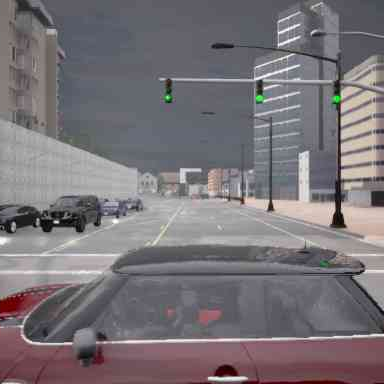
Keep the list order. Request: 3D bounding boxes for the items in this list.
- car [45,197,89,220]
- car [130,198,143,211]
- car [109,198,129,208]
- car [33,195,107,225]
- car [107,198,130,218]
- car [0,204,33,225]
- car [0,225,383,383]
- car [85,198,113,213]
[{"bbox_3d":[-10.616,1.352,28.633,2.097,1.767,4.553,0,0,0],"label":"car"},{"bbox_3d":[-7.113,1.491,40.181,2.128,1.511,4.902,0,0,0],"label":"car"},{"bbox_3d":[-10.583,1.601,48.511,1.895,1.301,4.718,0,0,0],"label":"car"},{"bbox_3d":[-7.107,1.221,20.198,2.150,2.045,5.566,0,0,0],"label":"car"},{"bbox_3d":[-7.115,1.526,29.838,1.812,1.442,4.674,0,0,0],"label":"car"},{"bbox_3d":[-10.611,1.505,19.566,1.837,1.490,4.892,0,0,0],"label":"car"},{"bbox_3d":[-0.300,1.349,3.279,4.553,1.767,2.097,0,0,0],"label":"car"},{"bbox_3d":[-10.615,1.505,38.451,1.837,1.490,4.892,0,0,0],"label":"car"}]
